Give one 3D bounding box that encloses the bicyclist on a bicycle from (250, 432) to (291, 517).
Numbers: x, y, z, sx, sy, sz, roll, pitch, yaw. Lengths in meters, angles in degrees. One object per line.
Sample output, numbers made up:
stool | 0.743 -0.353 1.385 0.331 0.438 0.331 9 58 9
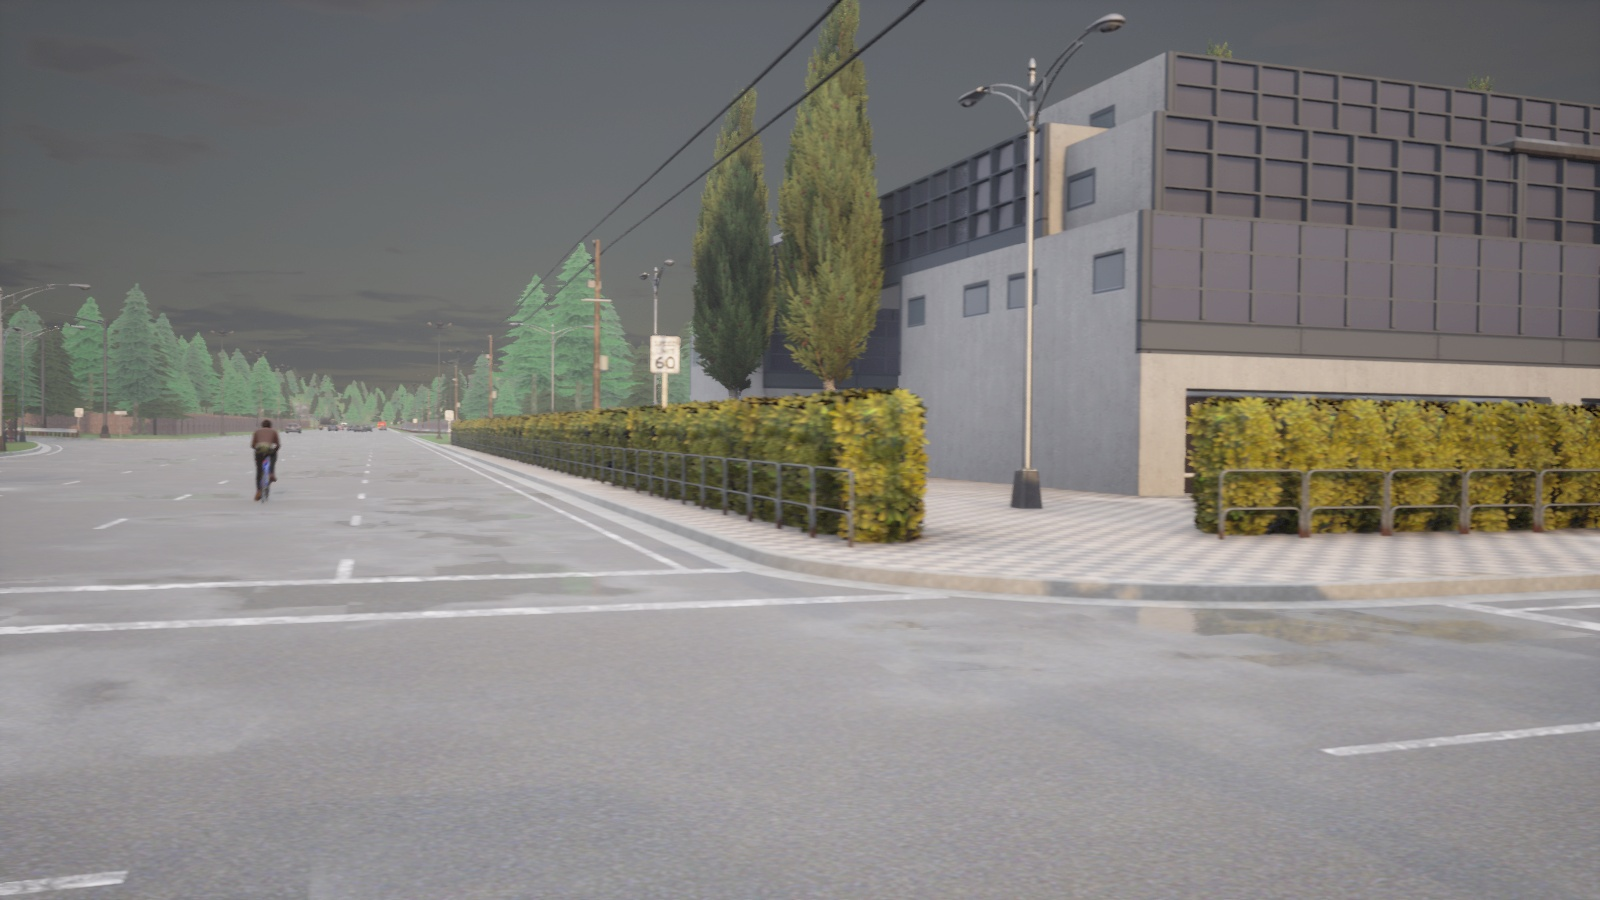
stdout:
bicyclist on a bicycle | -10.429 0.458 24.766 0.582 1.620 1.656 -1 1 -19
